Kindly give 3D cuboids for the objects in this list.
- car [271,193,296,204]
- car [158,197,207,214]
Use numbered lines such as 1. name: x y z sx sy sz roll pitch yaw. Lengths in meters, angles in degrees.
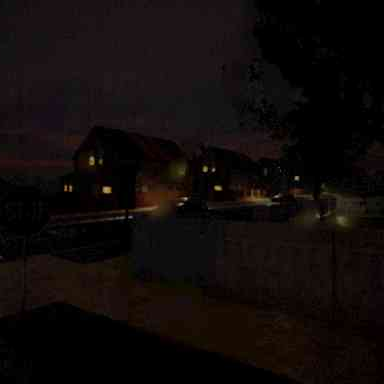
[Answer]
1. car: 11.701 0.794 42.347 1.994 1.385 4.181 2 2 36
2. car: -0.614 1.114 24.950 1.994 1.385 4.181 2 2 35
